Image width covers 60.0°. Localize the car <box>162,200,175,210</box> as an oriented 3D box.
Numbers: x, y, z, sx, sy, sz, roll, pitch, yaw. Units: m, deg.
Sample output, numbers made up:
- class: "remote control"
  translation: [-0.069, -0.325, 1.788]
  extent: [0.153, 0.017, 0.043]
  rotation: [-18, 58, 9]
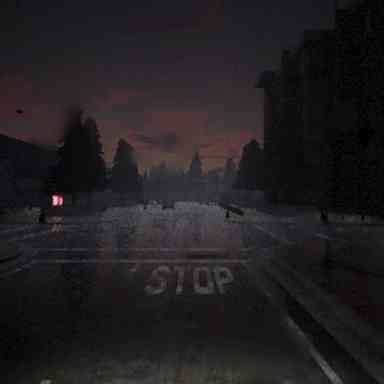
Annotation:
- class: "car"
  translation: [-3.530, 2.015, 51.469]
  extent: [2.033, 1.411, 5.357]
  rotation: [0, 0, 0]
